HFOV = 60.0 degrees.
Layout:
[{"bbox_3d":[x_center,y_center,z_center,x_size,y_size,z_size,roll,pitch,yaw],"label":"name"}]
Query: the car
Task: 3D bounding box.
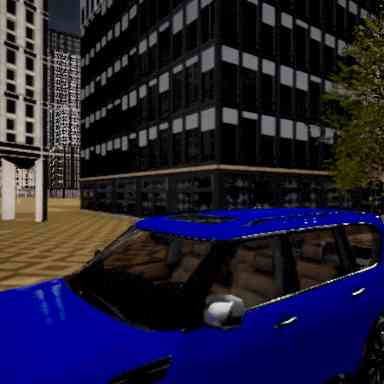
[{"bbox_3d":[0.219,1.238,3.535,5.566,2.045,2.150,0,0,-36],"label":"car"}]
